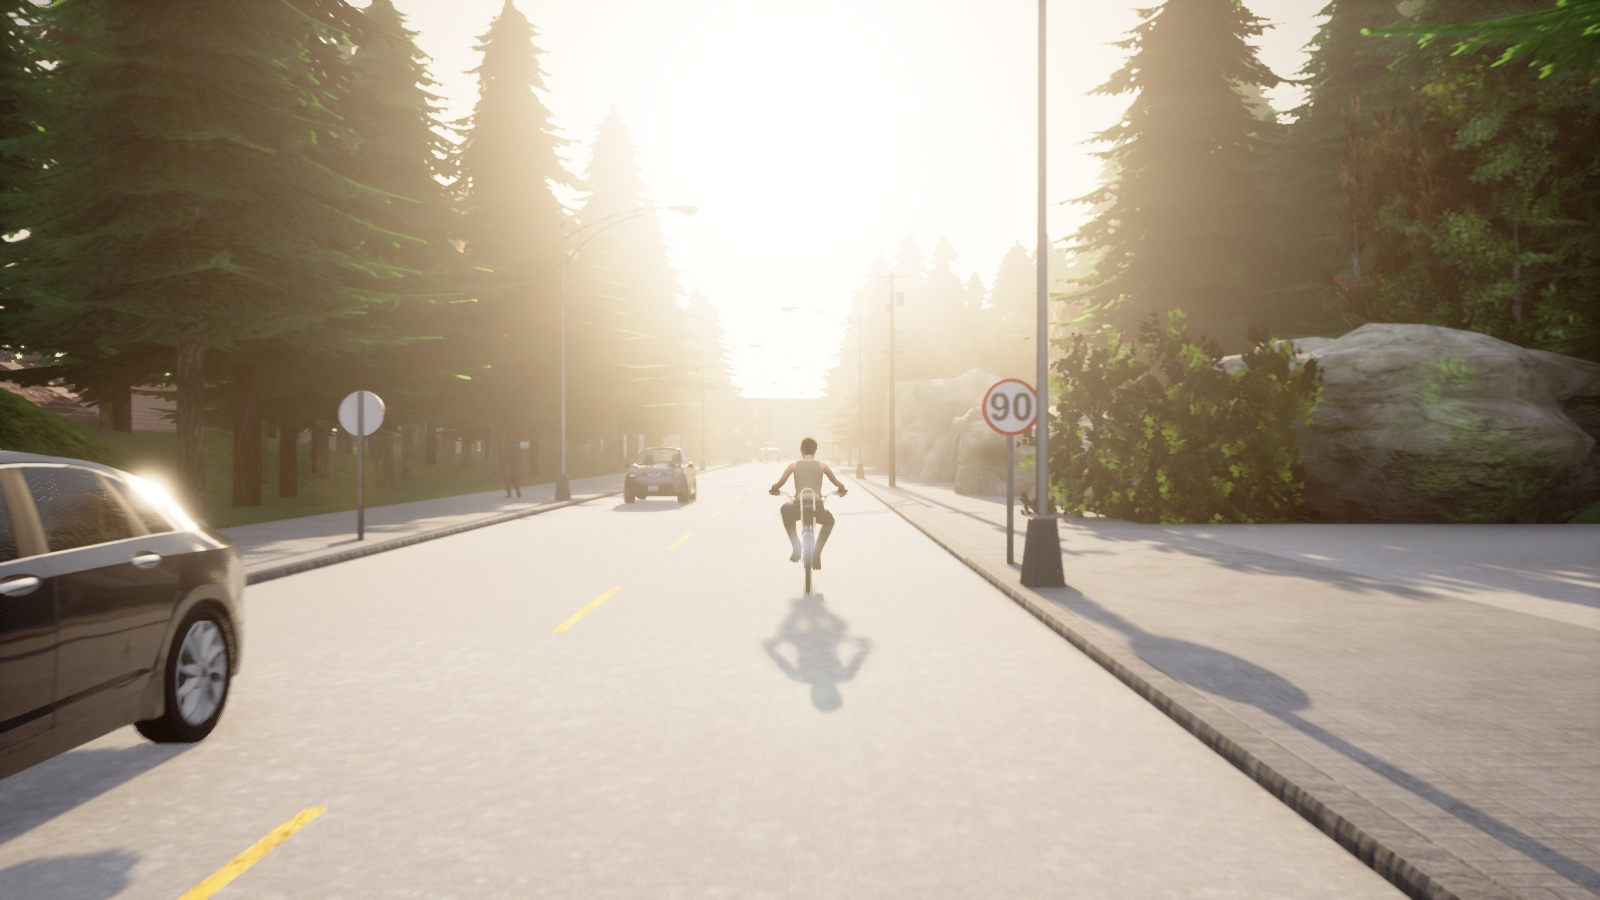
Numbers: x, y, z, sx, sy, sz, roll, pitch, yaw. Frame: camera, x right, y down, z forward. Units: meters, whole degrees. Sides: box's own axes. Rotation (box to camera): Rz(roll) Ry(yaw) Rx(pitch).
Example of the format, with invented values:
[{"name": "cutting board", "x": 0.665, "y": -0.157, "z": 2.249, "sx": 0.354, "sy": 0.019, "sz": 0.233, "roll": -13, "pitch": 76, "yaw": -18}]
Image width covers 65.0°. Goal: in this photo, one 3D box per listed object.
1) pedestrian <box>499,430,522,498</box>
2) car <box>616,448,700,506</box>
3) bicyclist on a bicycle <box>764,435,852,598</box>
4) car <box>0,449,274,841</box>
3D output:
[{"name": "pedestrian", "x": -7.864, "y": 0.380, "z": 34.127, "sx": 0.370, "sy": 1.835, "sz": 0.726, "roll": 0, "pitch": 0, "yaw": 8}, {"name": "car", "x": -3.776, "y": 0.688, "z": 33.921, "sx": 1.845, "sy": 1.501, "sz": 3.633, "roll": 0, "pitch": 0, "yaw": 0}, {"name": "bicyclist on a bicycle", "x": 0.087, "y": 0.657, "z": 13.175, "sx": 0.866, "sy": 1.612, "sz": 1.509, "roll": 0, "pitch": 0, "yaw": 1}, {"name": "car", "x": -3.957, "y": 0.739, "z": 4.772, "sx": 1.837, "sy": 1.490, "sz": 4.892, "roll": 0, "pitch": 0, "yaw": 0}]
